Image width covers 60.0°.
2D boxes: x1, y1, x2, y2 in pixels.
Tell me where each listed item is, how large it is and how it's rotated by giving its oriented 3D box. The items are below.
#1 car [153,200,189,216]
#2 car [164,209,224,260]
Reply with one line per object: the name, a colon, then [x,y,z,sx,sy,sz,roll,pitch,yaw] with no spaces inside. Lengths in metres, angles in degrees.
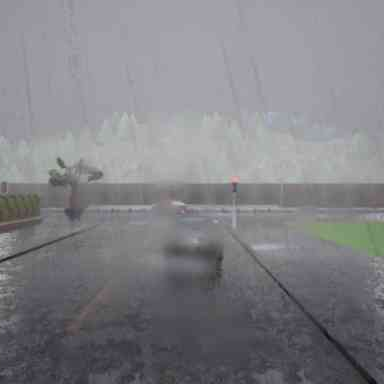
car: [-1.842,1.456,29.532,1.812,1.442,4.674,1,0,-27]
car: [0.063,1.533,12.310,1.994,1.385,4.181,0,0,0]
